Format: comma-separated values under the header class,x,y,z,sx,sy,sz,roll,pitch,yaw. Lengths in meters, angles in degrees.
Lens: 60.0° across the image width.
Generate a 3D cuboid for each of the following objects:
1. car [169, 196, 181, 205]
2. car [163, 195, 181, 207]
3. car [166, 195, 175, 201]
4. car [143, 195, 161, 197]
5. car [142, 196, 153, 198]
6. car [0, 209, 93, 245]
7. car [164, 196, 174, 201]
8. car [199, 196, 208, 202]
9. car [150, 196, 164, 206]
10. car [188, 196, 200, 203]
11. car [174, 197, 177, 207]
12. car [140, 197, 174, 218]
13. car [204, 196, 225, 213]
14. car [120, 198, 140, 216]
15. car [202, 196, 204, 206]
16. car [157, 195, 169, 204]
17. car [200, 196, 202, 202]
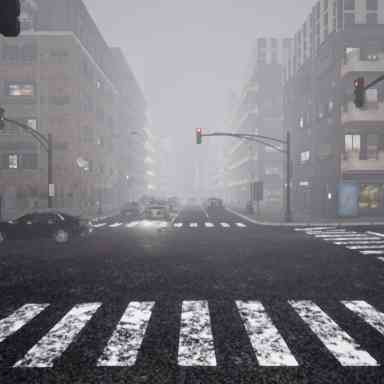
class,x,y,z,sx,sy,sz,roll,pitch,yaw
car,-3.080,1.498,59.889,1.882,1.535,5.008,0,0,0
car,-3.117,1.578,49.879,1.994,1.385,4.181,0,0,0
car,-5.742,1.595,88.994,2.008,1.369,4.403,0,0,0
car,-5.715,1.326,43.535,2.192,1.841,5.009,0,0,0
car,-5.711,1.534,37.683,1.752,1.417,4.829,0,0,0
car,-7.218,1.607,15.723,4.892,1.490,1.837,-1,0,-1
car,-5.739,1.590,83.311,2.008,1.369,4.403,0,0,0
car,2.645,1.585,77.636,2.008,1.369,4.403,0,0,0
car,-5.721,1.457,54.900,1.967,1.590,4.097,0,0,0
car,0.003,1.539,70.587,2.128,1.511,4.902,0,0,0
car,-3.121,1.610,39.901,1.895,1.301,4.718,0,0,0
car,-3.108,1.498,30.602,2.128,1.511,4.902,0,0,1
car,2.669,1.449,37.859,1.967,1.590,4.097,0,0,0
car,-5.708,1.572,32.170,1.947,1.339,4.313,0,0,0
car,2.665,1.451,43.542,1.967,1.590,4.097,0,0,0
car,-5.728,1.465,66.265,1.967,1.590,4.097,0,0,0
car,2.659,1.599,54.907,1.802,1.307,4.206,0,0,0
